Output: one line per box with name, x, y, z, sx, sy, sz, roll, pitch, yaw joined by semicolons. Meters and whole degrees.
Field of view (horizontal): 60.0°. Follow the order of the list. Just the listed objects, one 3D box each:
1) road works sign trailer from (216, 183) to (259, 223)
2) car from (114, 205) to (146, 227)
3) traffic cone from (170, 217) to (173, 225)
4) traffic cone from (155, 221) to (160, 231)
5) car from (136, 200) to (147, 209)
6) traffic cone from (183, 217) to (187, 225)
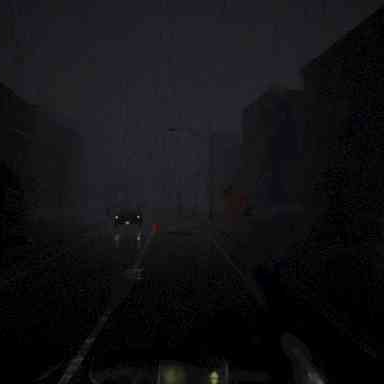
road works sign trailer;3.329;1.097;24.180;2.380;2.880;3.560;49;24;19
car;-4.567;1.815;24.464;1.895;1.301;4.718;0;-1;-7
traffic cone;-1.523;2.148;24.395;0.340;0.580;0.340;0;-1;-4
traffic cone;-2.043;2.037;18.331;0.340;0.580;0.340;0;-1;-5
car;-9.658;2.426;64.385;1.837;1.490;4.892;0;1;-7
traffic cone;-0.527;2.144;24.474;0.340;0.580;0.340;0;-1;-4
